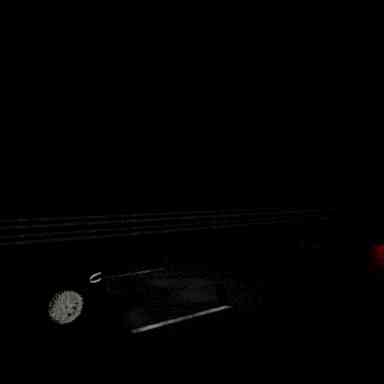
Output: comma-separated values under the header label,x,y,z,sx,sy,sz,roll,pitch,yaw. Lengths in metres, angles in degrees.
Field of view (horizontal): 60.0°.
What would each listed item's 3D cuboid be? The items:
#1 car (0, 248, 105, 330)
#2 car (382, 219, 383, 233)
label,x,y,z,sx,sy,sz,roll,pitch,yaw
car,-3.909,1.478,5.256,5.008,1.535,1.882,0,0,-36
car,10.973,1.497,15.884,4.902,1.511,2.128,0,0,-36
